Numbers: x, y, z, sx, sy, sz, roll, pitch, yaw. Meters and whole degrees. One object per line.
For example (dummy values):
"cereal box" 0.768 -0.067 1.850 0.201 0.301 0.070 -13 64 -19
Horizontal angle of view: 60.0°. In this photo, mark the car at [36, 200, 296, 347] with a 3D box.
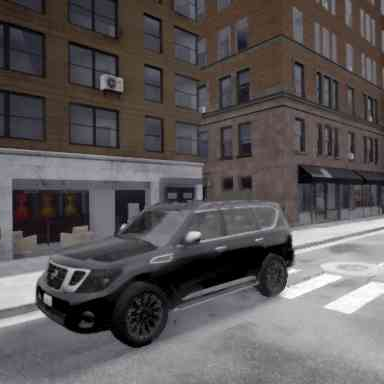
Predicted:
"car" -0.087 1.225 6.790 5.566 2.045 2.150 -1 -1 -42
